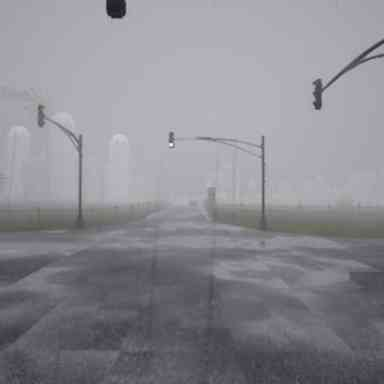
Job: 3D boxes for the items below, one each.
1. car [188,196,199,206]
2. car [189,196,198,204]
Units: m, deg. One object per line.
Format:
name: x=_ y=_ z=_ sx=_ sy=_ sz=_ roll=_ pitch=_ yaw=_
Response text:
car: x=0.251 y=1.969 z=64.257 sx=2.128 sy=1.511 sz=4.902 roll=0 pitch=0 yaw=0
car: x=0.303 y=1.748 z=74.652 sx=2.097 sy=1.767 sz=4.553 roll=0 pitch=0 yaw=0
